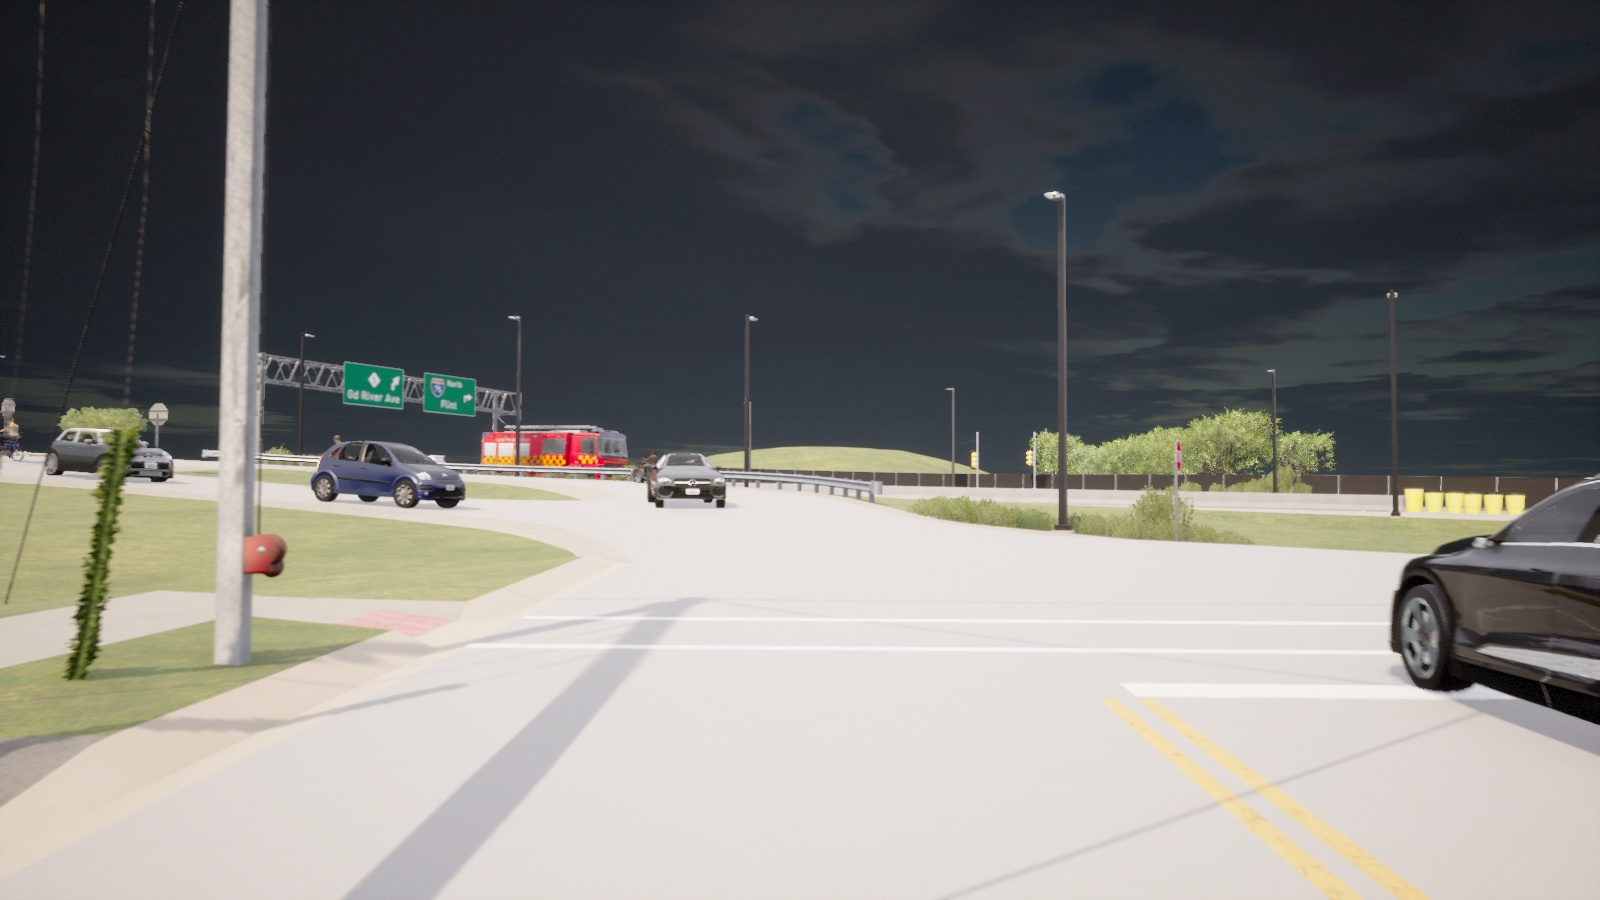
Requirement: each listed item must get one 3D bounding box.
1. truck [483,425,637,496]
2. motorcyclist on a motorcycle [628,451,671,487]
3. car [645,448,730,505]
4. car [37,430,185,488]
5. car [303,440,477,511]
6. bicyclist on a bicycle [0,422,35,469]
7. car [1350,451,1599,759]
[{"bbox_3d":[-13.600,0.629,70.972,8.468,3.827,2.891,0,-2,27],"label":"truck"},{"bbox_3d":[-7.088,0.866,58.957,0.766,1.649,2.350,1,-1,-41],"label":"motorcyclist on a motorcycle"},{"bbox_3d":[-3.580,0.772,39.217,2.152,1.651,5.027,0,0,-11],"label":"car"},{"bbox_3d":[-20.409,0.265,37.204,3.806,1.475,1.970,3,-1,27],"label":"car"},{"bbox_3d":[-10.484,0.644,32.119,3.988,1.617,1.851,2,-1,26],"label":"car"},{"bbox_3d":[-28.371,-0.170,44.942,1.509,1.612,0.866,3,1,15],"label":"bicyclist on a bicycle"},{"bbox_3d":[5.310,0.835,7.470,2.033,1.649,4.856,0,-1,1],"label":"car"}]
